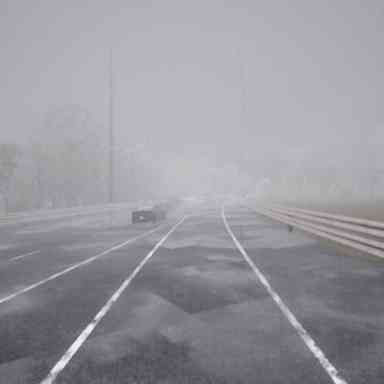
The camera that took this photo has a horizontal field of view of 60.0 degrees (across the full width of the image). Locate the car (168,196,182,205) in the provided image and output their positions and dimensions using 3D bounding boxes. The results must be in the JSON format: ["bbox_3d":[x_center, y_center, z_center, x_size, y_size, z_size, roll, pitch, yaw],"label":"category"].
[{"bbox_3d":[-3.511,1.766,66.015,2.150,2.045,5.566,-3,0,12],"label":"car"}]

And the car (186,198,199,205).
[{"bbox_3d":[0.105,1.864,66.081,1.812,1.442,4.674,-3,0,12],"label":"car"}]

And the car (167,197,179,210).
[{"bbox_3d":[-3.730,1.911,46.059,2.128,1.511,4.902,-3,0,10],"label":"car"}]

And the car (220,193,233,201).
[{"bbox_3d":[9.077,1.518,90.503,2.128,1.511,4.902,-3,0,14],"label":"car"}]

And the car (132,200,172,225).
[{"bbox_3d":[-3.349,1.748,26.905,1.882,1.535,5.008,-3,0,9],"label":"car"}]

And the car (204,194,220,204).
[{"bbox_3d":[3.661,1.485,66.137,2.097,1.767,4.553,-3,0,12],"label":"car"}]
